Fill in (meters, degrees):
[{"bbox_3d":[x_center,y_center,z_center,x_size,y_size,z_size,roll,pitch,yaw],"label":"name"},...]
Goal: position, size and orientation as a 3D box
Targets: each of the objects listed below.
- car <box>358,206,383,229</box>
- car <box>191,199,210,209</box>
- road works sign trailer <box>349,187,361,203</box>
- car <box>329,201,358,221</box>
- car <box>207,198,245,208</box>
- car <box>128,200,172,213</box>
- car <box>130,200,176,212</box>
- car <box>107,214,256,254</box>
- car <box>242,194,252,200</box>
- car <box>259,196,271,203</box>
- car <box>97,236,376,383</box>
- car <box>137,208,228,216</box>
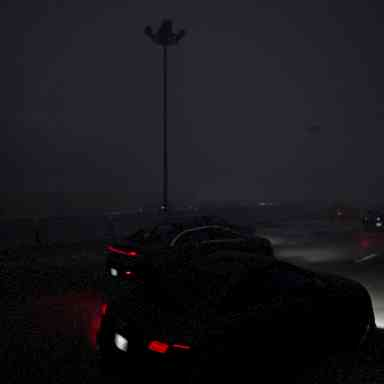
[{"bbox_3d":[12.398,1.641,21.406,1.895,1.301,4.718,0,0,38],"label":"car"},{"bbox_3d":[1.666,1.594,36.639,1.837,1.490,4.892,0,0,32],"label":"car"},{"bbox_3d":[37.107,0.614,76.580,2.380,3.560,2.880,0,0,-6],"label":"road works sign trailer"},{"bbox_3d":[12.984,1.534,28.171,1.882,1.535,5.008,0,0,34],"label":"car"},{"bbox_3d":[3.751,1.643,33.539,1.994,1.385,4.181,0,0,34],"label":"car"},{"bbox_3d":[-4.857,1.650,39.292,2.033,1.411,5.357,0,0,34],"label":"car"},{"bbox_3d":[-3.710,1.583,35.038,2.128,1.511,4.902,0,0,36],"label":"car"},{"bbox_3d":[0.173,1.514,8.722,4.902,1.511,2.128,0,0,-40],"label":"car"},{"bbox_3d":[12.472,1.289,75.895,1.837,1.490,4.892,0,0,-3],"label":"car"},{"bbox_3d":[16.039,1.633,73.105,1.882,1.535,5.008,0,0,2],"label":"car"},{"bbox_3d":[0.831,1.576,4.774,4.181,1.385,1.994,0,0,-37],"label":"car"},{"bbox_3d":[0.279,1.581,13.312,5.357,1.411,2.033,0,0,-42],"label":"car"}]
